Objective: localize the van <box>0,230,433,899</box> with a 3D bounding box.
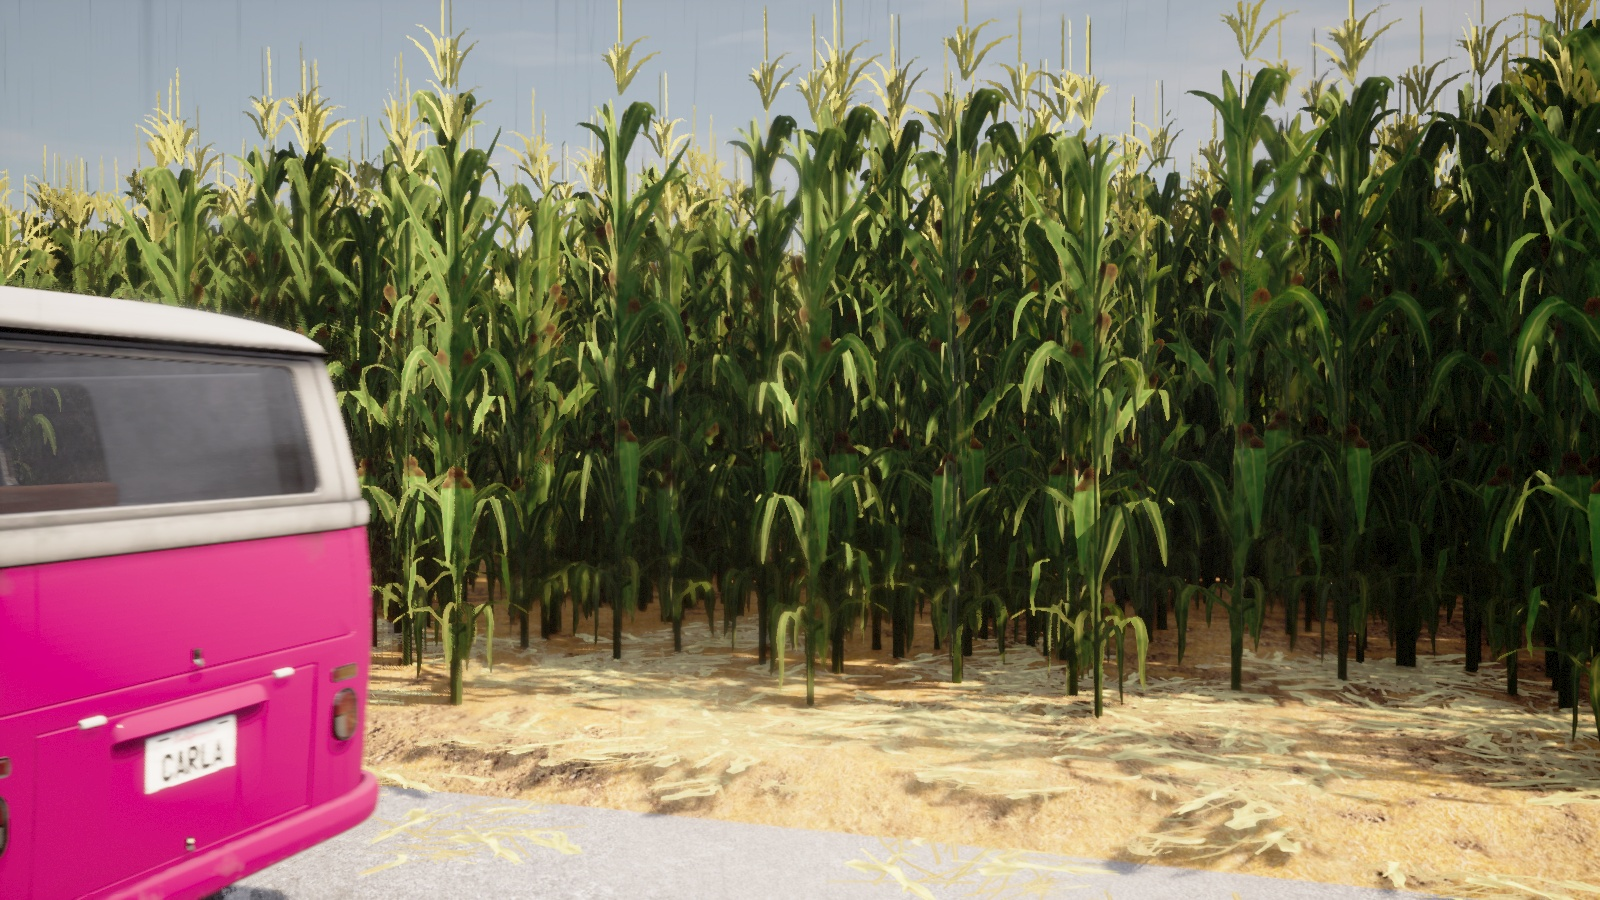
[{"bbox_3d":[-3.589,0.500,3.975,4.442,1.987,1.775,1,1,19],"label":"van"}]
